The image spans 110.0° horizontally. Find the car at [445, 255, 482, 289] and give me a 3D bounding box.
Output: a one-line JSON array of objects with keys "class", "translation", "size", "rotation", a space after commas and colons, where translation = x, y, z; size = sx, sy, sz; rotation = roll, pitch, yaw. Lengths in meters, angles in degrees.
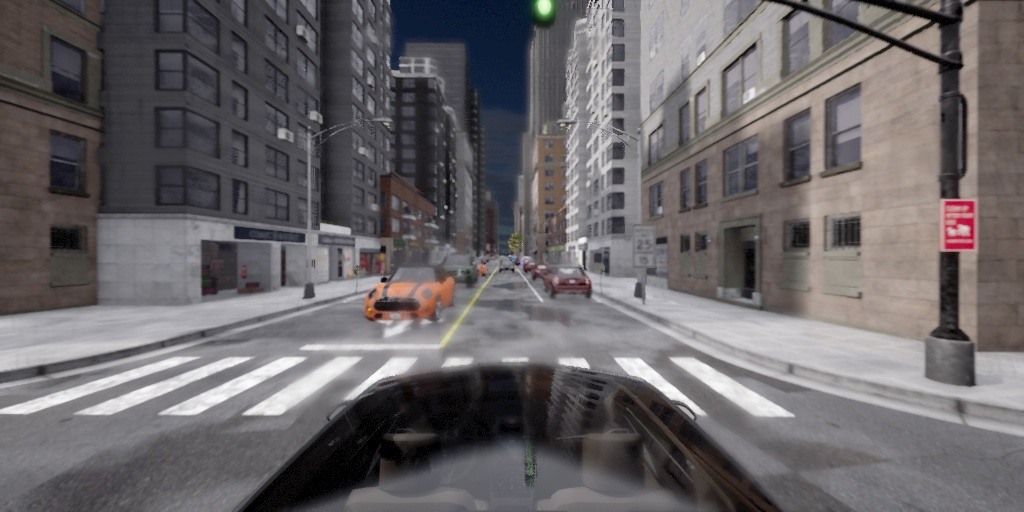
[{"class": "car", "translation": [-3.369, 0.922, 22.806], "size": [2.150, 2.045, 5.566], "rotation": [0, 0, 0]}]

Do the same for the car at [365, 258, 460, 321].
[{"class": "car", "translation": [-3.235, 1.080, 12.240], "size": [2.097, 1.767, 4.553], "rotation": [0, 0, 0]}]

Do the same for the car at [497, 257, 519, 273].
[{"class": "car", "translation": [-0.595, 1.204, 42.289], "size": [2.033, 1.411, 5.357], "rotation": [0, 0, -1]}]

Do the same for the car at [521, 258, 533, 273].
[{"class": "car", "translation": [2.292, 1.239, 40.436], "size": [1.802, 1.307, 4.207], "rotation": [0, 0, -1]}]

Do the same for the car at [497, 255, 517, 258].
[{"class": "car", "translation": [-0.759, 1.005, 53.042], "size": [2.097, 1.767, 4.553], "rotation": [0, 0, -1]}]

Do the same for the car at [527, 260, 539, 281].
[{"class": "car", "translation": [2.468, 1.263, 29.133], "size": [1.802, 1.307, 4.207], "rotation": [0, 0, -1]}]

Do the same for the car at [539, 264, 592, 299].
[{"class": "car", "translation": [2.644, 1.151, 17.824], "size": [1.967, 1.591, 4.097], "rotation": [0, 0, -1]}]

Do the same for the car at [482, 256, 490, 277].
[{"class": "car", "translation": [-3.540, 1.023, 34.165], "size": [2.097, 1.767, 4.553], "rotation": [0, 0, -1]}]

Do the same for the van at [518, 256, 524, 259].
[{"class": "van", "translation": [2.116, 0.994, 51.744], "size": [1.690, 1.789, 3.998], "rotation": [0, 0, -1]}]

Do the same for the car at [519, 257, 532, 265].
[{"class": "car", "translation": [2.204, 1.199, 46.089], "size": [1.888, 1.381, 4.507], "rotation": [0, 0, -1]}]
